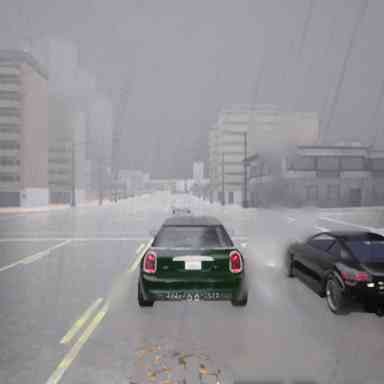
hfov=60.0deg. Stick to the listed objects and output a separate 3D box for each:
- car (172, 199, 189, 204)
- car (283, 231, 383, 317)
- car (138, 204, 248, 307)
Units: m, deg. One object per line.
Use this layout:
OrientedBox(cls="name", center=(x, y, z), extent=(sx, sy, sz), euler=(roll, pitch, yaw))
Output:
OrientedBox(cls="car", center=(-1.266, 1.570, 37.813), extent=(1.812, 1.442, 4.674), euler=(0, 0, -4))
OrientedBox(cls="car", center=(3.508, 1.562, 7.553), extent=(1.994, 1.385, 4.181), euler=(0, 0, -1))
OrientedBox(cls="car", center=(-0.004, 1.349, 8.159), extent=(2.097, 1.767, 4.553), euler=(0, 0, -1))
